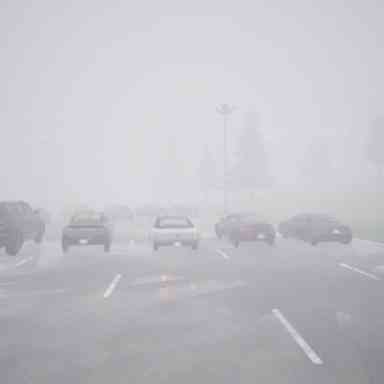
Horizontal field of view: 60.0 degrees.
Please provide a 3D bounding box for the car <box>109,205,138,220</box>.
[{"bbox_3d":[-6.992,1.854,30.977,1.994,1.385,4.181,0,-1,-32],"label":"car"}]

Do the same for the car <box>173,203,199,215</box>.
[{"bbox_3d":[-1.017,1.847,34.648,1.812,1.442,4.674,0,0,-31],"label":"car"}]

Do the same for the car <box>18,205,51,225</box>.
[{"bbox_3d":[-12.999,1.823,27.385,1.994,1.385,4.181,0,-1,-32],"label":"car"}]

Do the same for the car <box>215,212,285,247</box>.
[{"bbox_3d":[2.446,1.673,15.949,1.812,1.442,4.674,0,0,-10],"label":"car"}]

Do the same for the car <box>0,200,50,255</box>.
[{"bbox_3d":[-7.829,1.348,13.794,2.150,2.045,5.566,0,0,-10],"label":"car"}]

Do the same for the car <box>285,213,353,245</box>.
[{"bbox_3d":[5.918,1.715,16.434,1.994,1.385,4.181,0,-1,-10],"label":"car"}]

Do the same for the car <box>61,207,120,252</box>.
[{"bbox_3d":[-4.442,1.631,14.650,2.128,1.511,4.902,0,0,-11],"label":"car"}]

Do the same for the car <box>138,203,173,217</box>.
[{"bbox_3d":[-4.013,1.832,32.839,1.812,1.442,4.674,0,0,-31],"label":"car"}]

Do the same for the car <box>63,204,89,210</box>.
[{"bbox_3d":[-10.090,1.754,29.328,1.882,1.535,5.008,0,0,-32],"label":"car"}]

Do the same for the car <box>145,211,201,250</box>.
[{"bbox_3d":[-0.950,1.742,15.063,1.895,1.301,4.718,0,0,-10],"label":"car"}]
